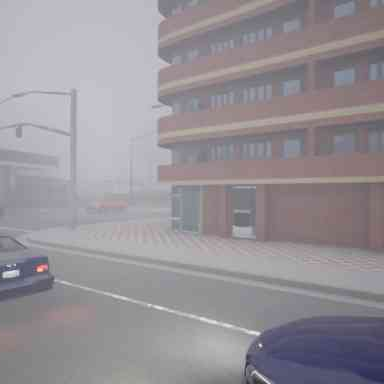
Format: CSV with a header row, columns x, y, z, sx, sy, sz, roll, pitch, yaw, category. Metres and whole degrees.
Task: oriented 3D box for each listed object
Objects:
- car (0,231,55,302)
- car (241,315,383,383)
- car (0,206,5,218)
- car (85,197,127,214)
x,y,z,sx,sy,sz,roll,pitch,yaw,category
-5.269,1.545,7.650,5.357,1.411,2.033,0,0,38,car
2.581,1.536,2.152,4.674,1.442,1.812,0,0,35,car
-16.519,1.465,24.453,1.882,1.535,5.008,0,0,31,car
-9.135,1.373,35.610,2.097,1.767,4.553,0,-1,34,car
